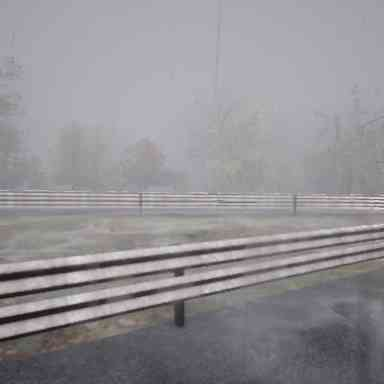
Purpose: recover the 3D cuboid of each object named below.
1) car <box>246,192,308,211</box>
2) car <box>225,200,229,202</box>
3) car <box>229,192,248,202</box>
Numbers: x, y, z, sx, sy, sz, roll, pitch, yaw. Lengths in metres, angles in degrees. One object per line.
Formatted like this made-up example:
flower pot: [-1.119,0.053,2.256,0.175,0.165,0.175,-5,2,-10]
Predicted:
car: [7.269,0.920,27.755,4.718,1.301,1.895,1,0,-11]
car: [5.935,0.786,34.635,4.902,1.511,2.128,1,0,-11]
car: [6.565,0.852,31.185,5.357,1.411,2.033,1,0,-11]
